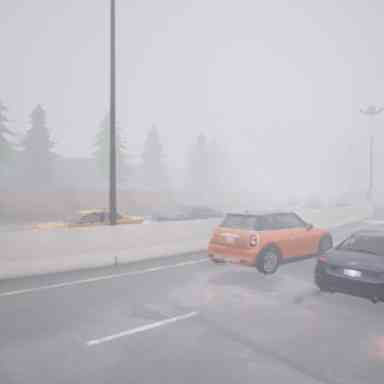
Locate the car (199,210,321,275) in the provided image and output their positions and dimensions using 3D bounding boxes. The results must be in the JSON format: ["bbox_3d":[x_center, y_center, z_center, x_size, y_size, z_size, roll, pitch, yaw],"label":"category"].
[{"bbox_3d":[2.666,1.366,10.778,4.553,1.767,2.097,0,0,-41],"label":"car"}]

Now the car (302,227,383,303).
[{"bbox_3d":[4.678,1.573,7.885,4.181,1.385,1.994,0,0,-41],"label":"car"}]

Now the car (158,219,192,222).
[{"bbox_3d":[-0.026,1.577,22.759,5.357,1.411,2.033,0,0,-45],"label":"car"}]

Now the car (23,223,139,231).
[{"bbox_3d":[-4.428,1.497,14.099,5.008,1.535,1.882,0,0,-40],"label":"car"}]
